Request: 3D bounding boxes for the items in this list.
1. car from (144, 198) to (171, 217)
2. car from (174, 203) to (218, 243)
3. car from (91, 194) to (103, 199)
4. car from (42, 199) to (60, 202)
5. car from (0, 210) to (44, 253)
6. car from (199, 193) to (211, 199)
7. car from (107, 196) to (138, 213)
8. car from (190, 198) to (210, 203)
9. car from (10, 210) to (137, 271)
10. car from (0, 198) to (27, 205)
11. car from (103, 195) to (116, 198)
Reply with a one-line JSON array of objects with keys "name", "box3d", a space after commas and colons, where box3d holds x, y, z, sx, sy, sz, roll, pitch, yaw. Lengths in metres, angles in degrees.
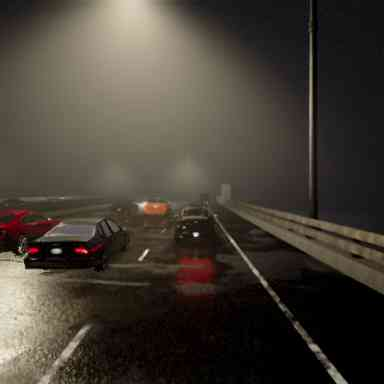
[{"name": "car", "box3d": [-3.105, 1.311, 30.927, 2.097, 1.767, 4.553, 0, 0, 1]}, {"name": "car", "box3d": [0.184, 1.479, 16.025, 1.837, 1.490, 4.892, 0, 0, 1]}, {"name": "car", "box3d": [-22.640, 1.206, 79.688, 1.882, 1.535, 5.008, 0, 0, 3]}, {"name": "car", "box3d": [-17.090, 1.518, 40.443, 1.994, 1.385, 4.181, 0, 0, 2]}, {"name": "car", "box3d": [-6.849, 1.456, 13.094, 1.882, 1.535, 5.008, 0, 0, 1]}, {"name": "car", "box3d": [2.511, 1.163, 65.641, 2.150, 2.045, 5.566, 0, 0, 2]}, {"name": "car", "box3d": [-6.569, 1.435, 32.767, 1.882, 1.535, 5.008, 0, 0, 1]}, {"name": "car", "box3d": [0.413, 1.521, 31.783, 1.994, 1.385, 4.181, 0, 0, 1]}, {"name": "car", "box3d": [-3.371, 1.529, 10.848, 2.033, 1.411, 5.357, 0, 0, 1]}, {"name": "car", "box3d": [-20.647, 1.482, 38.201, 1.812, 1.442, 4.674, 0, 0, 1]}, {"name": "car", "box3d": [-19.144, 1.251, 79.526, 1.812, 1.442, 4.674, 0, 0, 3]}]
